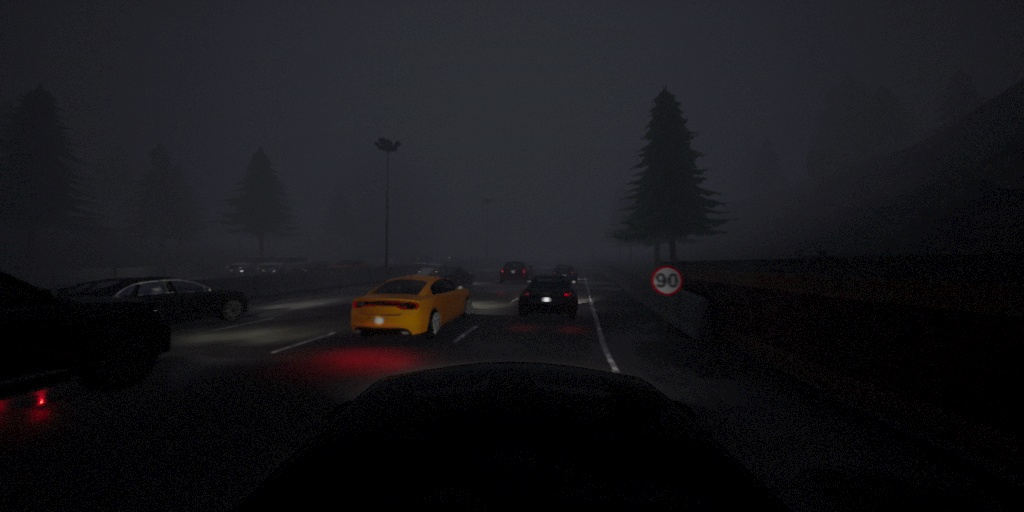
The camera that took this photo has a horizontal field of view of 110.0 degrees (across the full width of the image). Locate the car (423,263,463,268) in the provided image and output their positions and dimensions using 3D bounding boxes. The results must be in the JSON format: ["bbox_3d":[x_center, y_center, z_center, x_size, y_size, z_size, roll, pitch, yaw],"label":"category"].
[{"bbox_3d":[-3.912,1.362,23.323,2.033,1.411,5.357,0,0,11],"label":"car"}]

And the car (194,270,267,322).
[{"bbox_3d":[-9.725,1.299,9.793,2.128,1.511,4.902,0,0,7],"label":"car"}]

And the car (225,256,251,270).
[{"bbox_3d":[-26.456,1.006,37.144,2.150,2.045,5.566,0,0,11],"label":"car"}]

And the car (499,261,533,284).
[{"bbox_3d":[0.461,1.144,27.682,2.097,1.767,4.553,0,0,11],"label":"car"}]

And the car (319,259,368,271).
[{"bbox_3d":[-16.143,1.130,35.169,2.097,1.767,4.553,0,0,11],"label":"car"}]

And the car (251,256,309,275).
[{"bbox_3d":[-22.998,1.003,36.604,2.150,2.045,5.566,0,0,11],"label":"car"}]

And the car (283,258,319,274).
[{"bbox_3d":[-19.621,1.259,35.614,1.882,1.535,5.008,0,0,11],"label":"car"}]

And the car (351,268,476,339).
[{"bbox_3d":[-2.611,1.292,10.486,1.882,1.535,5.008,0,0,9],"label":"car"}]

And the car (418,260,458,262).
[{"bbox_3d":[-6.251,1.318,29.938,1.812,1.442,4.674,0,0,10],"label":"car"}]

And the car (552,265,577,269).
[{"bbox_3d":[4.104,1.348,28.126,1.994,1.385,4.181,0,0,11],"label":"car"}]

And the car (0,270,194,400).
[{"bbox_3d":[-6.874,0.977,3.667,2.150,2.045,5.566,0,0,1],"label":"car"}]

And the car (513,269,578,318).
[{"bbox_3d":[1.450,1.381,13.510,1.994,1.385,4.181,0,0,10],"label":"car"}]
